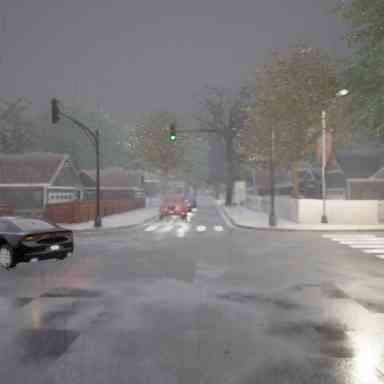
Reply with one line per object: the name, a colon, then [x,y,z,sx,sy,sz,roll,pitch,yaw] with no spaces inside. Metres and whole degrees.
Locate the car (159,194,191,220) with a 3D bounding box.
car: [-1.536,1.264,29.222,2.150,2.045,5.566,0,0,3]

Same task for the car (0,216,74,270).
car: [-6.188,1.553,11.455,5.008,1.535,1.882,-1,-1,34]

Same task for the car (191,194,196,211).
car: [-1.042,1.406,39.120,2.097,1.767,4.553,0,0,3]
